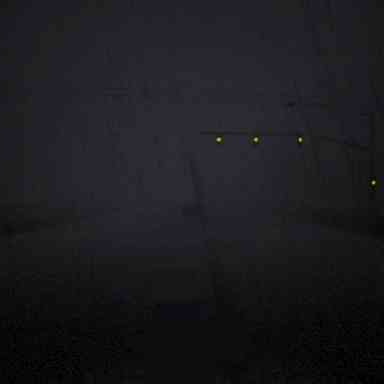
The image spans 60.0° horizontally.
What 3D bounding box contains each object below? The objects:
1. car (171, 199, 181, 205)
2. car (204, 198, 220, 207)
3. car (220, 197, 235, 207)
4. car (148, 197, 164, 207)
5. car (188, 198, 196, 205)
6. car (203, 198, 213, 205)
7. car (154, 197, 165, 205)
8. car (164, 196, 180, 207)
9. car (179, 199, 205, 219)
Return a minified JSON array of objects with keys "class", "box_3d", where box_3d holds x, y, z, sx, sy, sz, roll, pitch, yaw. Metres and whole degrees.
[{"class":"car","box_3d":[-3.521,2.174,72.597,1.994,1.385,4.181,0,-1,0]},{"class":"car","box_3d":[3.481,2.070,62.325,2.128,1.511,4.902,0,-1,0]},{"class":"car","box_3d":[6.981,2.145,62.688,1.994,1.385,4.181,0,-1,0]},{"class":"car","box_3d":[-7.019,2.124,62.195,2.033,1.411,5.357,0,-1,0]},{"class":"car","box_3d":[-0.021,2.119,72.597,1.837,1.490,4.892,0,-1,0]},{"class":"car","box_3d":[3.479,2.140,72.598,1.812,1.442,4.674,0,-1,0]},{"class":"car","box_3d":[-7.022,1.976,72.567,2.097,1.767,4.553,0,-1,0]},{"class":"car","box_3d":[-3.518,1.798,62.206,2.150,2.045,5.566,0,-1,0]},{"class":"car","box_3d":[-0.010,1.779,32.367,1.882,1.535,5.008,0,-1,0]}]
